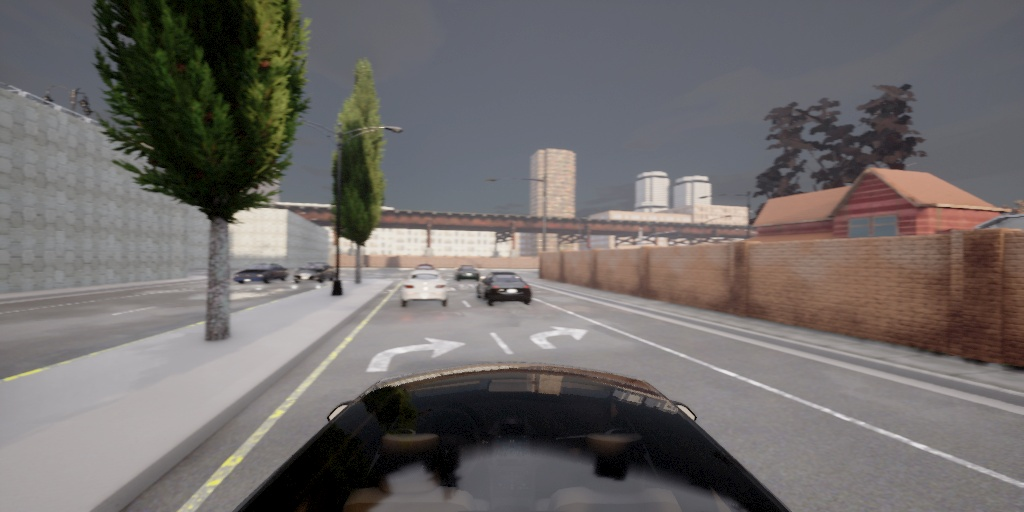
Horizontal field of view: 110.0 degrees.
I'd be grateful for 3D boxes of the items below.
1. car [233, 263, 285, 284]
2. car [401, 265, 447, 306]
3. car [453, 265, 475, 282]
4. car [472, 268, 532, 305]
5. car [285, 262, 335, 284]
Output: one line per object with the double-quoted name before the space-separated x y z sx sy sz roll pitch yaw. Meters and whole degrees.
"car" -18.243 1.238 26.473 2.033 1.411 5.357 1 0 -14
"car" -3.877 1.329 15.975 1.812 1.442 4.674 1 0 -13
"car" -3.970 1.479 31.297 1.994 1.385 4.181 1 0 -13
"car" -0.468 1.419 16.760 1.994 1.385 4.181 1 0 -13
"car" -14.769 1.234 26.990 2.128 1.511 4.902 1 -1 -13
